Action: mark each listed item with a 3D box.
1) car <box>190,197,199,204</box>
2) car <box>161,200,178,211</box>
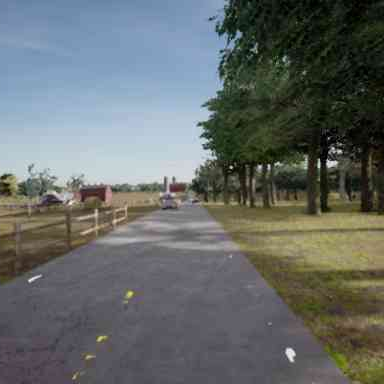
[{"bbox_3d":[0.941,2.287,84.141,1.837,1.490,4.892,0,-1,0],"label":"car"},{"bbox_3d":[-2.842,1.746,43.261,1.994,1.385,4.181,0,0,0],"label":"car"}]
